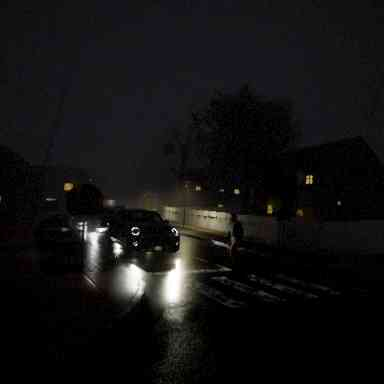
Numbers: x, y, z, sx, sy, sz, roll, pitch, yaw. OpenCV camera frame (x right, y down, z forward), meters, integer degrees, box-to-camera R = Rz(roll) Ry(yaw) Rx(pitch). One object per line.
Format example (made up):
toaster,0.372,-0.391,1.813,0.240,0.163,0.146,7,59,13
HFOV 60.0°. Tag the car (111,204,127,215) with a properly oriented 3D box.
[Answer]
car,-10.643,2.600,48.807,1.994,1.385,4.181,4,-2,-10

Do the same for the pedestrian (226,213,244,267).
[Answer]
pedestrian,1.409,1.536,11.066,0.375,1.860,0.375,5,-3,-29

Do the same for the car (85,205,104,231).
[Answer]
car,-6.003,1.796,22.603,1.837,1.490,4.892,4,-3,-23

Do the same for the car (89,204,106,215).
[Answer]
car,-13.492,2.432,47.626,1.895,1.301,4.718,4,-2,-10

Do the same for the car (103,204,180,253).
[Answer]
car,-2.180,1.522,14.289,2.097,1.767,4.553,4,-3,-26

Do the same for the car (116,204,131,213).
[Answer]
car,-12.031,2.826,58.728,1.994,1.385,4.181,3,-2,-5

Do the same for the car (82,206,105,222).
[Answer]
car,-9.772,2.099,32.971,1.895,1.301,4.718,4,-2,-17
